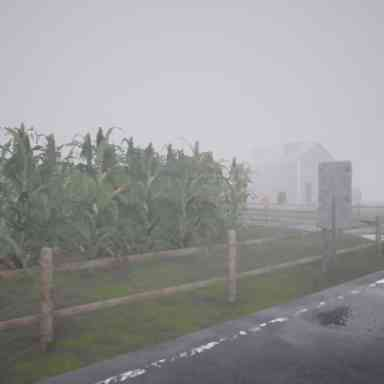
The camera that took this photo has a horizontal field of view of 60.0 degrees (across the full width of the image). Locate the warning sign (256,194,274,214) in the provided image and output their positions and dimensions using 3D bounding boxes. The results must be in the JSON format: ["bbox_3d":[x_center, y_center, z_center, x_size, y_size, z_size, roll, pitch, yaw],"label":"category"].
[{"bbox_3d":[6.957,1.123,31.635,1.300,1.860,1.060,0,0,-37],"label":"warning sign"}]
